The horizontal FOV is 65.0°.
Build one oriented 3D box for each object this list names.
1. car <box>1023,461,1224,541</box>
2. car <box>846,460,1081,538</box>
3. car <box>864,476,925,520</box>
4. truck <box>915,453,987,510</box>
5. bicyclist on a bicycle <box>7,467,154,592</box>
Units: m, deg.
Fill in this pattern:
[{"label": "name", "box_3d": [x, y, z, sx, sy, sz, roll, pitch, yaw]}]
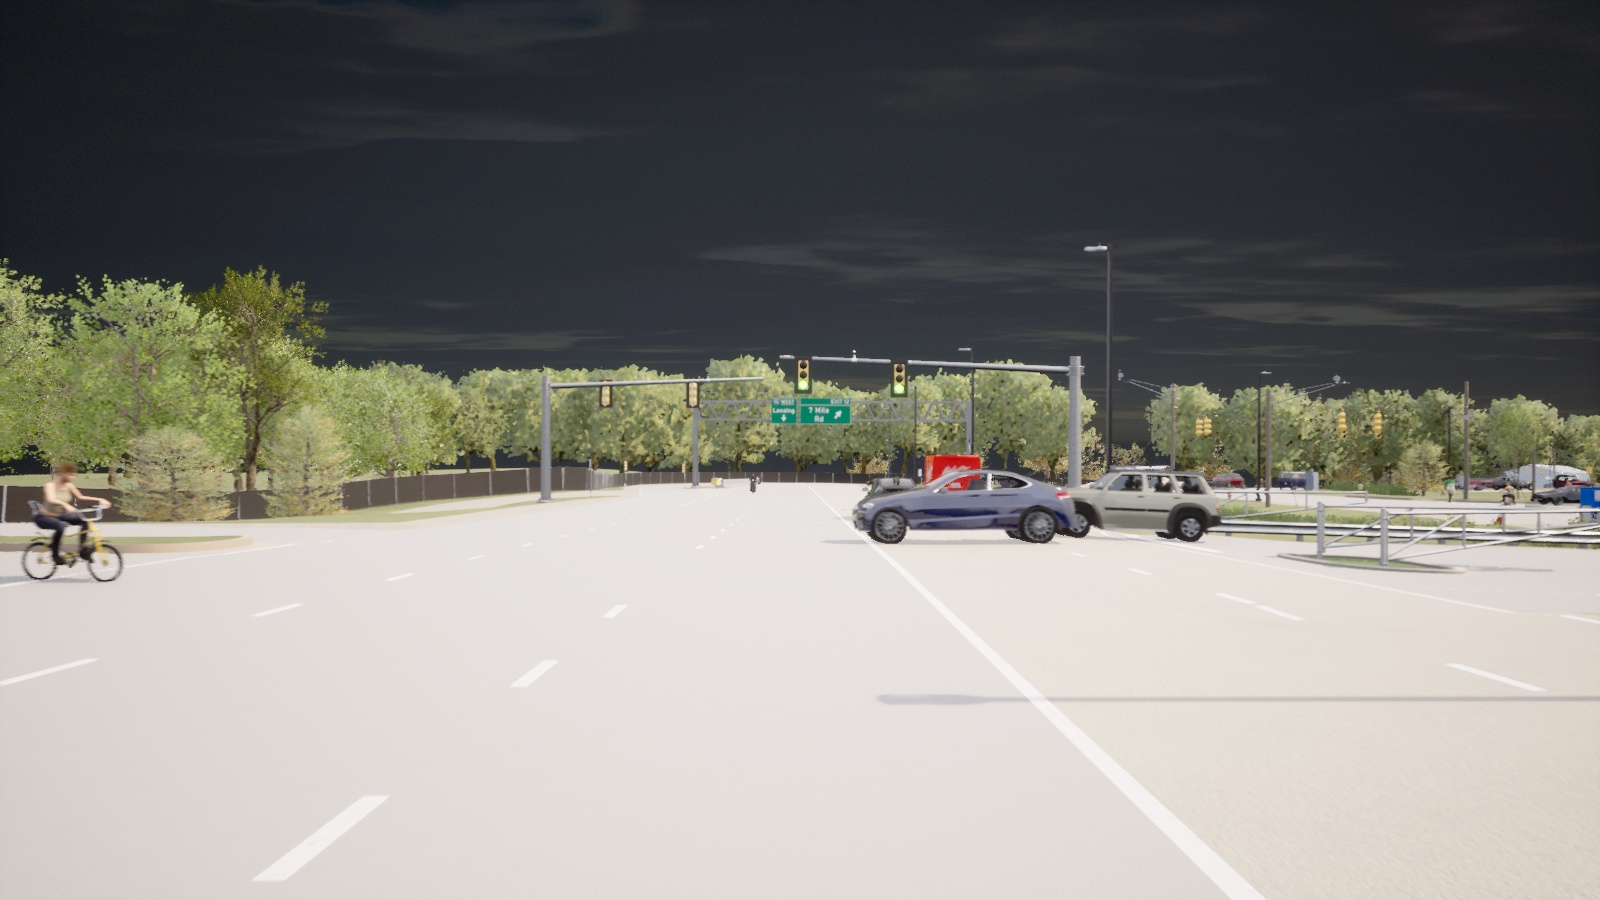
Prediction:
[{"label": "car", "box_3d": [8.235, 1.289, 32.228, 4.605, 1.855, 1.932, 2, -1, -2]}, {"label": "car", "box_3d": [3.632, 1.093, 28.615, 5.027, 1.651, 2.152, -1, -1, -1]}, {"label": "car", "box_3d": [3.389, 1.715, 45.757, 1.837, 1.490, 4.892, 0, -1, 0]}, {"label": "truck", "box_3d": [6.859, 1.432, 57.611, 2.627, 2.467, 5.204, 0, -1, 0]}, {"label": "bicyclist on a bicycle", "box_3d": [-9.703, 1.049, 16.969, 1.509, 1.612, 0.866, 0, 1, 8]}]
